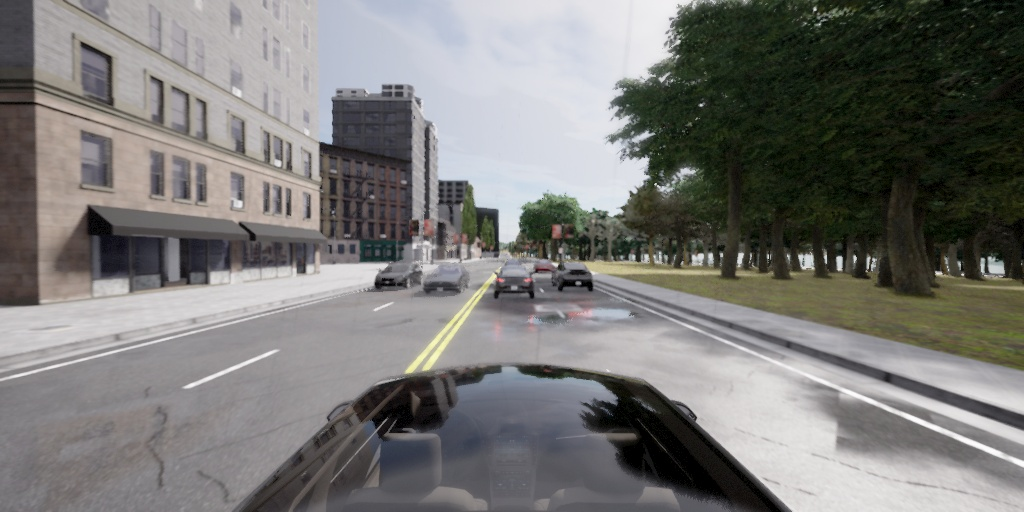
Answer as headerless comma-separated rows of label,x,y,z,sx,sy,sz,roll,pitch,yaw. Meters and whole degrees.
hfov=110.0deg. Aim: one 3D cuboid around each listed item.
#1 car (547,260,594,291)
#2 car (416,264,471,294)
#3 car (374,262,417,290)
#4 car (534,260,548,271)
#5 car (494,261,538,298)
car,3.350,1.126,20.493,1.837,1.490,4.892,0,0,0
car,-3.351,1.177,19.377,2.033,1.411,5.357,0,0,0
car,-6.598,1.120,21.390,1.837,1.490,4.892,0,0,0
car,3.350,1.058,38.249,1.994,1.385,4.181,0,0,0
car,0.092,1.169,17.407,1.812,1.442,4.674,0,0,0
